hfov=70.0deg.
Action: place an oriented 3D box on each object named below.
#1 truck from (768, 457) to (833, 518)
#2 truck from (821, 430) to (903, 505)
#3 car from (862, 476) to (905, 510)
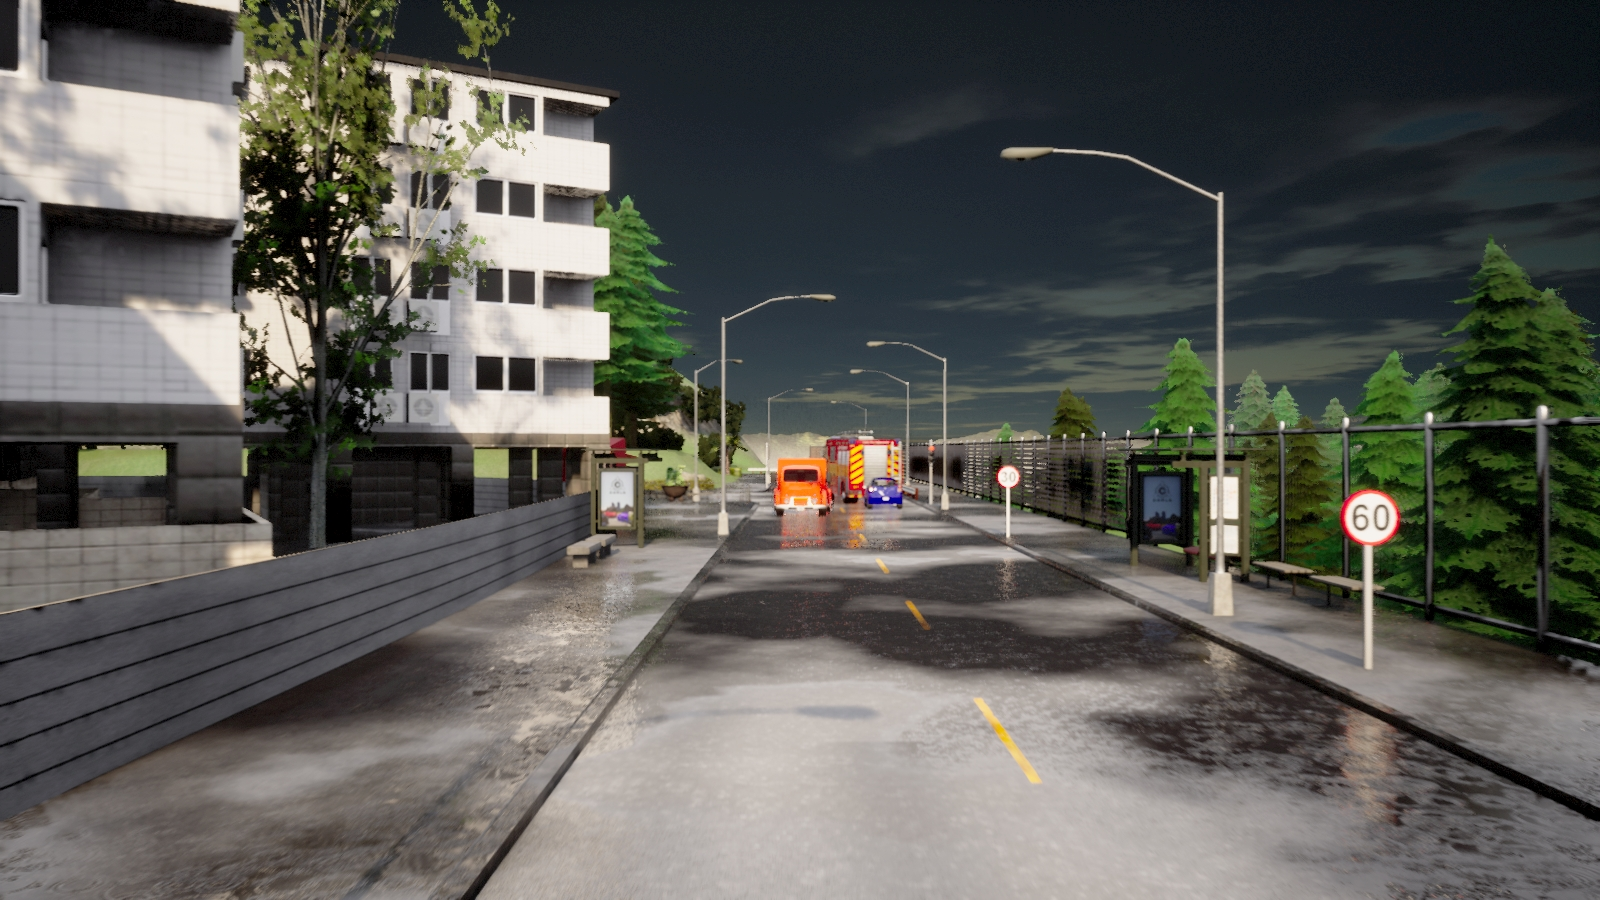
[{"bbox_3d":[0.086,1.568,49.445,2.627,2.467,5.204,0,0,1],"label":"truck"},{"bbox_3d":[3.257,0.890,62.581,2.891,3.827,8.468,0,0,-8],"label":"truck"},{"bbox_3d":[3.990,2.038,55.073,1.845,1.501,3.633,0,0,0],"label":"car"}]
